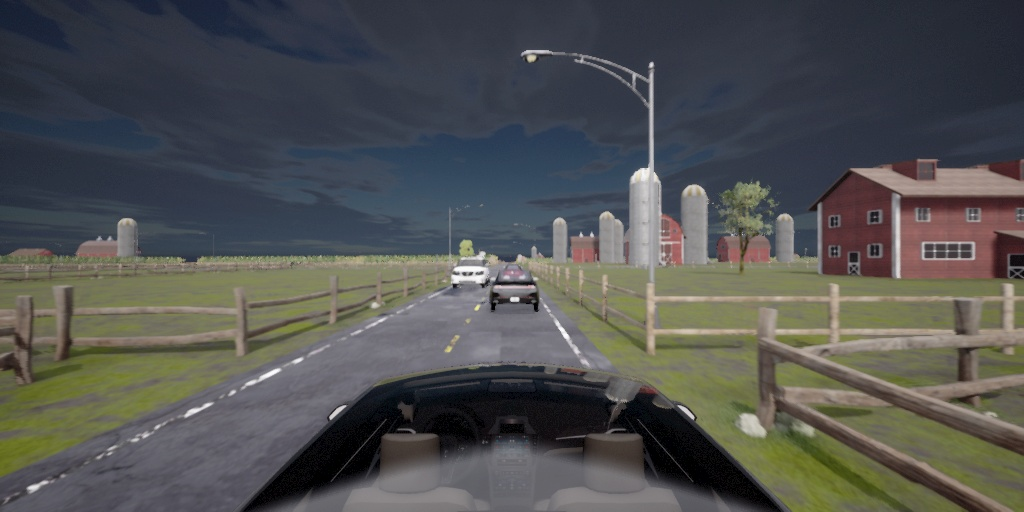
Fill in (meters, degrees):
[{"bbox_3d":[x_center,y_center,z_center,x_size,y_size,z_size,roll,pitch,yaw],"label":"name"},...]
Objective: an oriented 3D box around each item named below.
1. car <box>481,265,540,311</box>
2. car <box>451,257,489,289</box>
[{"bbox_3d":[0.095,1.302,14.814,2.128,1.511,4.902,0,0,0],"label":"car"},{"bbox_3d":[-2.758,1.090,24.887,2.150,2.045,5.566,0,-1,0],"label":"car"}]
